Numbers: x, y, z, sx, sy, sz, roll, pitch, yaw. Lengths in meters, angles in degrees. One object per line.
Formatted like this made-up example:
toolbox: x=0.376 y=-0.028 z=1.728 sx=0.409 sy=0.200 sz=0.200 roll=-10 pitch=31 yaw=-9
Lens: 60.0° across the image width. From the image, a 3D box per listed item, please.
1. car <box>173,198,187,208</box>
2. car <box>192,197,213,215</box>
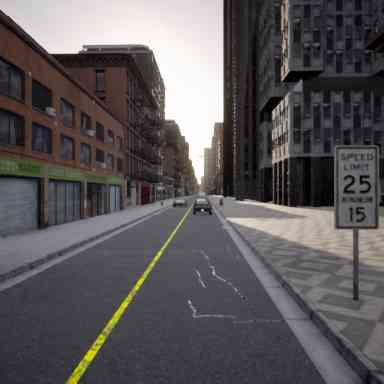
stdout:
car: x=-1.707 y=1.579 z=48.602 sx=1.994 sy=1.385 sz=4.181 roll=0 pitch=0 yaw=2
car: x=1.078 y=1.515 z=34.490 sx=1.837 sy=1.490 sz=4.892 roll=0 pitch=0 yaw=2
